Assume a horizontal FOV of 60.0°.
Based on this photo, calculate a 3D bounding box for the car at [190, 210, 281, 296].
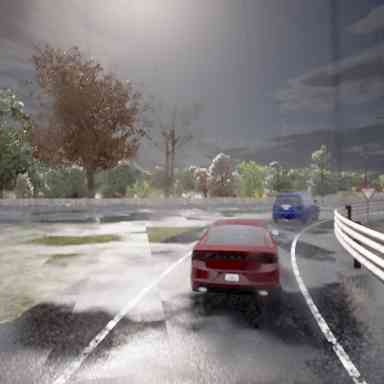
[{"bbox_3d":[1.237,1.438,8.676,1.882,1.535,5.008,0,0,11],"label":"car"}]

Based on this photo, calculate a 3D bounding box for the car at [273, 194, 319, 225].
[{"bbox_3d":[7.359,1.118,23.347,2.150,2.045,5.566,0,1,31],"label":"car"}]
